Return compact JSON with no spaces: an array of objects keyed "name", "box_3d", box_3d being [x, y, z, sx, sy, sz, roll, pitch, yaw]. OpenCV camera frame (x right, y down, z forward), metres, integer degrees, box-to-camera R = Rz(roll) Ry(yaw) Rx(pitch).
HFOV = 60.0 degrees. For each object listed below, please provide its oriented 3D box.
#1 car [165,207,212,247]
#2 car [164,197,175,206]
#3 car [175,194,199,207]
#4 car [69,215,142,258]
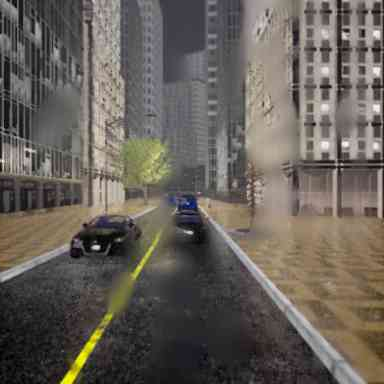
[{"name":"car","box_3d":[-0.160,1.576,15.163,1.994,1.385,4.181,0,0,-1]},{"name":"car","box_3d":[-3.633,1.574,55.404,1.882,1.535,5.008,0,0,0]},{"name":"car","box_3d":[-0.465,1.274,36.566,2.150,2.045,5.566,0,0,-1]},{"name":"car","box_3d":[-3.074,1.573,12.575,1.994,1.385,4.181,0,0,-1]}]
